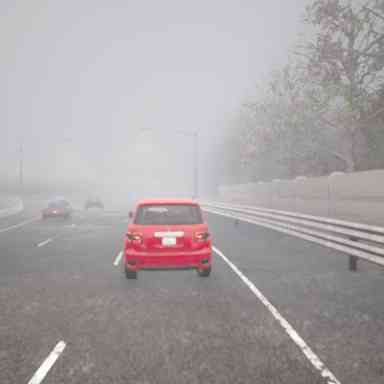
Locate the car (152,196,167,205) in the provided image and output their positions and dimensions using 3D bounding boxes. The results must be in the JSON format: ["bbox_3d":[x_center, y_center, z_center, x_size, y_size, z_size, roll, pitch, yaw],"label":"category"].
[{"bbox_3d":[-5.259,1.410,54.669,1.895,1.301,4.718,0,0,0],"label":"car"}]

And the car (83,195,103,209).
[{"bbox_3d":[-12.844,1.208,42.863,2.097,1.767,4.553,0,0,-23],"label":"car"}]

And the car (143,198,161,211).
[{"bbox_3d":[-4.629,1.466,38.902,1.895,1.301,4.718,0,0,-5],"label":"car"}]

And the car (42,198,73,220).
[{"bbox_3d":[-11.049,1.474,27.508,1.994,1.385,4.181,0,0,-15],"label":"car"}]

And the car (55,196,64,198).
[{"bbox_3d":[-19.037,1.370,47.743,1.812,1.442,4.674,0,0,-27],"label":"car"}]

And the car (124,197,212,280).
[{"bbox_3d":[-0.761,1.185,10.057,2.150,2.045,5.566,0,0,-5],"label":"car"}]

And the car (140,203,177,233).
[{"bbox_3d":[-2.137,1.455,20.035,1.812,1.442,4.674,0,0,-11],"label":"car"}]
